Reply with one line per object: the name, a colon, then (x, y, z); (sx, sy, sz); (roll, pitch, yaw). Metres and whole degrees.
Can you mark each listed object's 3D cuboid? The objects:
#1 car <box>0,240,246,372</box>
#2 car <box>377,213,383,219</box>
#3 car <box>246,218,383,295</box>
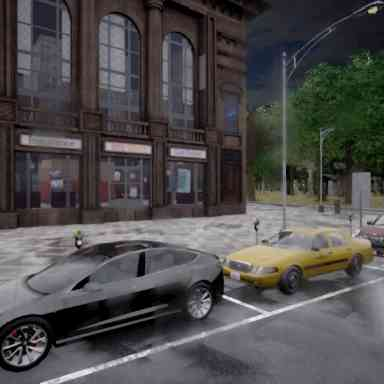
car: (-1.376, 1.566, 5.668); (4.313, 1.339, 1.947); (0, 0, -36)
car: (7.475, 1.440, 11.988); (4.097, 1.590, 1.967); (0, 0, -36)
car: (2.911, 1.525, 8.730); (4.829, 1.417, 1.752); (0, 0, -36)
